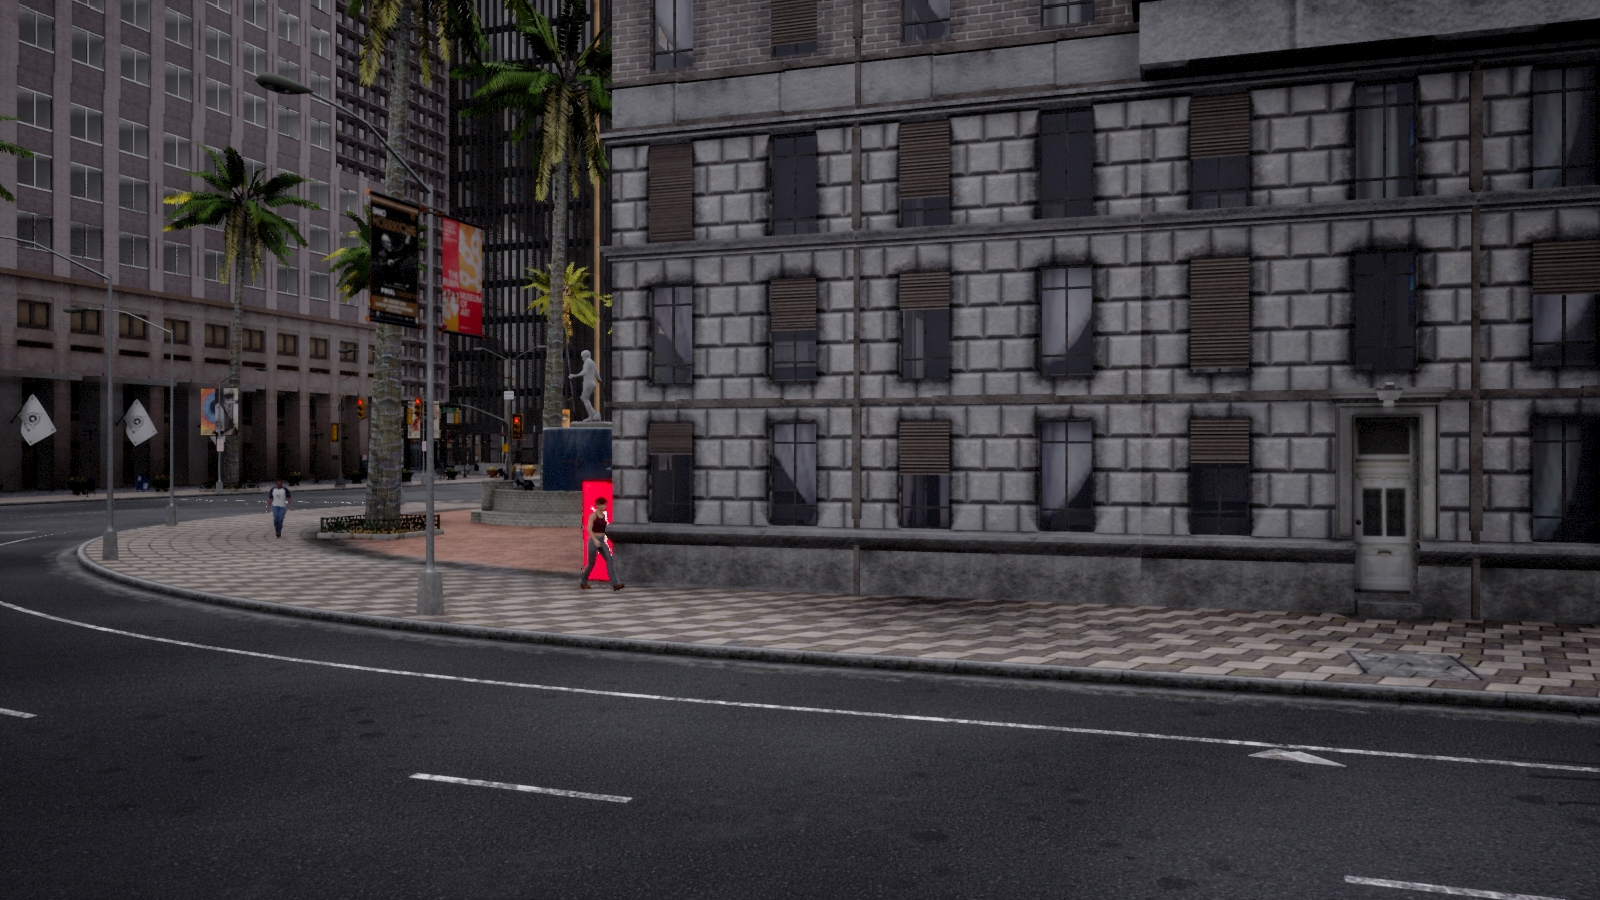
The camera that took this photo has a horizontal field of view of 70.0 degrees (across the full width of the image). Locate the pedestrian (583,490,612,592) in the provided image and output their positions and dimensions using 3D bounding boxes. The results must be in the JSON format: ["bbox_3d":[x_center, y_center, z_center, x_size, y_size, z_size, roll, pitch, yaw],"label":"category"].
[{"bbox_3d":[-3.797,1.696,21.460,0.375,1.860,0.375,0,0,34],"label":"pedestrian"}]

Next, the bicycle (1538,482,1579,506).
[{"bbox_3d":[38.774,2.249,58.412,0.329,1.171,1.835,2,0,-25],"label":"bicycle"}]

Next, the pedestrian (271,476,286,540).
[{"bbox_3d":[-15.383,1.696,33.684,0.375,1.860,0.375,0,0,-27],"label":"pedestrian"}]
